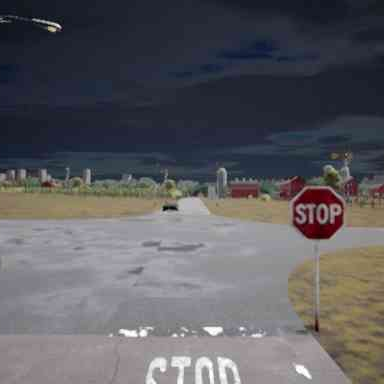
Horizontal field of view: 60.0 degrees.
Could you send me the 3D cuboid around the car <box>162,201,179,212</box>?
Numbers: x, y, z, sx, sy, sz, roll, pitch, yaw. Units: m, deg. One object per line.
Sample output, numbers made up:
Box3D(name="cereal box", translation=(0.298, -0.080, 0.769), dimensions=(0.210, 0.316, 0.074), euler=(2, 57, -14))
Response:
Box3D(name="car", translation=(-2.517, 1.700, 39.682), dimensions=(1.895, 1.301, 4.718), euler=(0, 0, 1))
